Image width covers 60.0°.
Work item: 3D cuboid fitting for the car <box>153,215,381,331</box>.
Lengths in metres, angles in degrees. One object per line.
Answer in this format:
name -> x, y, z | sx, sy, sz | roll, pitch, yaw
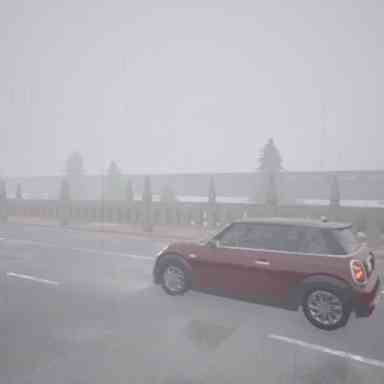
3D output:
car -> 1.347, 1.315, 7.023 | 4.553, 1.767, 2.097 | 0, 0, 34
